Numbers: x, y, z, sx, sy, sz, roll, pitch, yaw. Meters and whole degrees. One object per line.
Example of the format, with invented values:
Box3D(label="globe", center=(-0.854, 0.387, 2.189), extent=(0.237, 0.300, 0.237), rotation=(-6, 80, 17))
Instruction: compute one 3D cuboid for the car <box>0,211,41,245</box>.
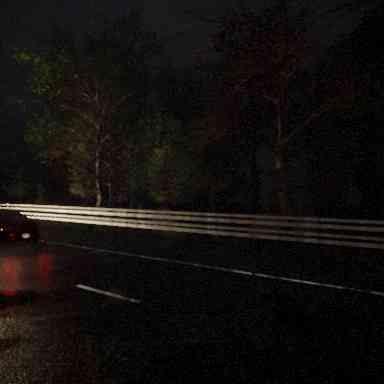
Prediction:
Box3D(label="car", center=(-8.333, 1.528, 14.305), extent=(4.674, 1.442, 1.812), rotation=(0, 0, 36))
